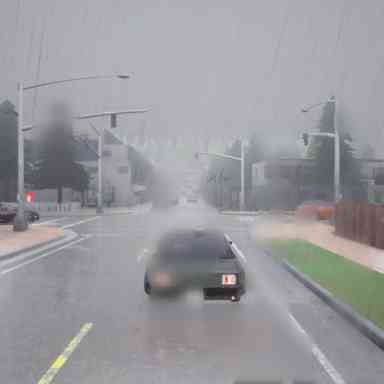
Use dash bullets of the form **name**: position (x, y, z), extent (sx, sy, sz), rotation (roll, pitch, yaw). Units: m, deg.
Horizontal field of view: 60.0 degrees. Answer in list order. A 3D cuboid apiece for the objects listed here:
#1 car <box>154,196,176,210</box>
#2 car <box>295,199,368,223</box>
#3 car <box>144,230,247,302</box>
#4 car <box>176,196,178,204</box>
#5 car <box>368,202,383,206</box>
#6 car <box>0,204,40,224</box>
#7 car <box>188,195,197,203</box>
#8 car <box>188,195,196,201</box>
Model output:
- **car**: position (-3.564, 1.352, 41.994), extent (2.097, 1.767, 4.553), rotation (0, 0, 0)
- **car**: position (10.243, 1.333, 24.959), extent (4.553, 1.767, 2.097), rotation (0, 0, -5)
- **car**: position (0.075, 1.601, 8.208), extent (1.895, 1.301, 4.718), rotation (0, 0, 0)
- **car**: position (-3.551, 1.526, 52.229), extent (1.812, 1.442, 4.674), rotation (0, 0, 0)
- **car**: position (15.323, 1.582, 29.261), extent (4.718, 1.301, 1.895), rotation (0, 0, -8)
- **car**: position (-13.052, 1.579, 23.453), extent (4.181, 1.385, 1.994), rotation (0, 0, 0)
- **car**: position (0.061, 1.595, 71.439), extent (1.895, 1.301, 4.718), rotation (0, 0, 0)
- **car**: position (0.067, 1.478, 81.475), extent (1.882, 1.535, 5.008), rotation (0, 0, 0)
